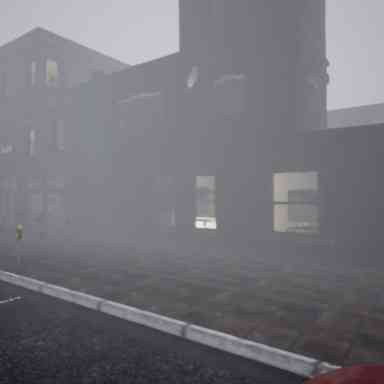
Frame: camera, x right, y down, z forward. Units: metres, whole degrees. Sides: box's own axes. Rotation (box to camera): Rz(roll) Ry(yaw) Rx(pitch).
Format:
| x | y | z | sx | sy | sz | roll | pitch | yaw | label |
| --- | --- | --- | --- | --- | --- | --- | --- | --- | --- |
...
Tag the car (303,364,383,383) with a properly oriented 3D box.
| x | y | z | sx | sy | sz | roll | pitch | yaw | label |
| --- | --- | --- | --- | --- | --- | --- | --- | --- | --- |
| 2.489 | 1.546 | 1.117 | 4.507 | 1.381 | 1.887 | 0 | 0 | 35 | car |
